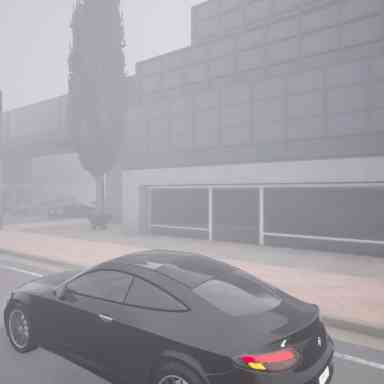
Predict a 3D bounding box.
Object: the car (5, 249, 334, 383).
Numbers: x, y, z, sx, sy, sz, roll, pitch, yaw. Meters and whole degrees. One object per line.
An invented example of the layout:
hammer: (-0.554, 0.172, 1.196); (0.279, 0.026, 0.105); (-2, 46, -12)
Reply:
car: (-0.638, 1.526, 4.441); (4.674, 1.442, 1.812); (0, 0, 36)

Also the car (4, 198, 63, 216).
car: (-15.614, 1.601, 33.140); (1.895, 1.301, 4.718); (0, 0, 36)

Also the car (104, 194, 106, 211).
car: (-9.909, 1.221, 41.072); (2.150, 2.045, 5.566); (0, 0, 35)

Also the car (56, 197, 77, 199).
car: (-15.476, 1.352, 39.325); (2.097, 1.767, 4.553); (0, 0, 36)

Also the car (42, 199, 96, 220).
car: (-10.112, 1.564, 28.437); (1.994, 1.385, 4.181); (0, 0, 36)
